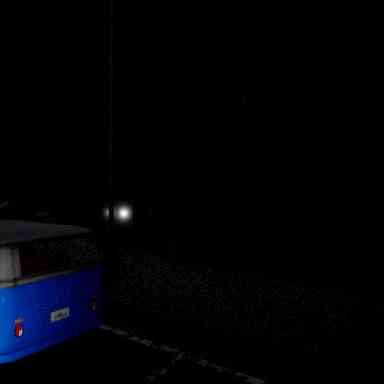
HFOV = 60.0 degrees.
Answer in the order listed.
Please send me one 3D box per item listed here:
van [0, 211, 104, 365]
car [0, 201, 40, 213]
[{"bbox_3d":[-3.203,1.341,5.361,3.998,1.788,1.690,0,0,36],"label":"van"},{"bbox_3d":[-15.416,1.517,28.506,1.812,1.442,4.674,0,0,32],"label":"car"}]
